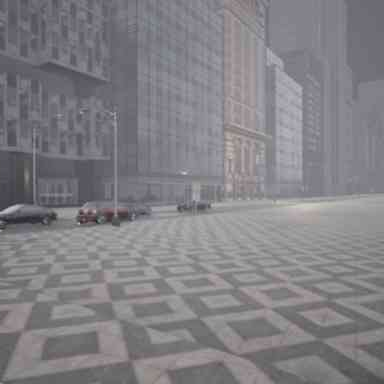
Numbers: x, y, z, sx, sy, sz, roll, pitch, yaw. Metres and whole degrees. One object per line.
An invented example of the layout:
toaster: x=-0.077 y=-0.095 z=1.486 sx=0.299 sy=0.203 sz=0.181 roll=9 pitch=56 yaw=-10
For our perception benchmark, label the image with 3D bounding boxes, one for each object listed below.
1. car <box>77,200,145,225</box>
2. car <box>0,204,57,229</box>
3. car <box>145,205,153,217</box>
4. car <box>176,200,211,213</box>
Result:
car: x=-5.958 y=1.379 z=24.199 sx=2.097 sy=1.767 sz=4.553 roll=0 pitch=0 yaw=36
car: x=-11.338 y=1.564 z=22.086 sx=1.812 sy=1.442 sz=4.674 roll=0 pitch=0 yaw=37
car: x=-5.540 y=1.597 z=30.211 sx=1.994 sy=1.385 sz=4.181 roll=0 pitch=0 yaw=37
car: x=0.229 y=1.620 z=38.322 sx=1.895 sy=1.301 sz=4.718 roll=0 pitch=0 yaw=36
